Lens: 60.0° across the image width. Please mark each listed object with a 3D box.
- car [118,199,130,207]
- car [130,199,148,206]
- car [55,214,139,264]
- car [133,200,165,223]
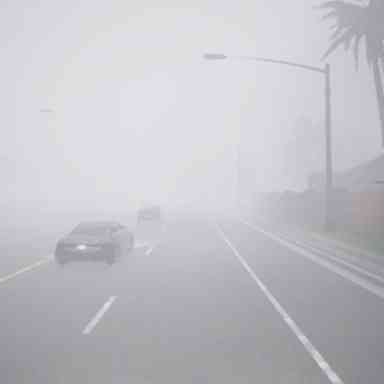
[{"bbox_3d":[-12.616,2.020,64.048,2.128,1.511,4.902,-1,0,11],"label":"car"},{"bbox_3d":[-9.323,1.985,62.725,2.128,1.511,4.902,-1,0,12],"label":"car"},{"bbox_3d":[-3.459,1.734,12.513,1.994,1.385,4.181,0,0,1],"label":"car"},{"bbox_3d":[-3.453,1.759,28.468,1.882,1.535,5.008,0,0,1],"label":"car"}]
